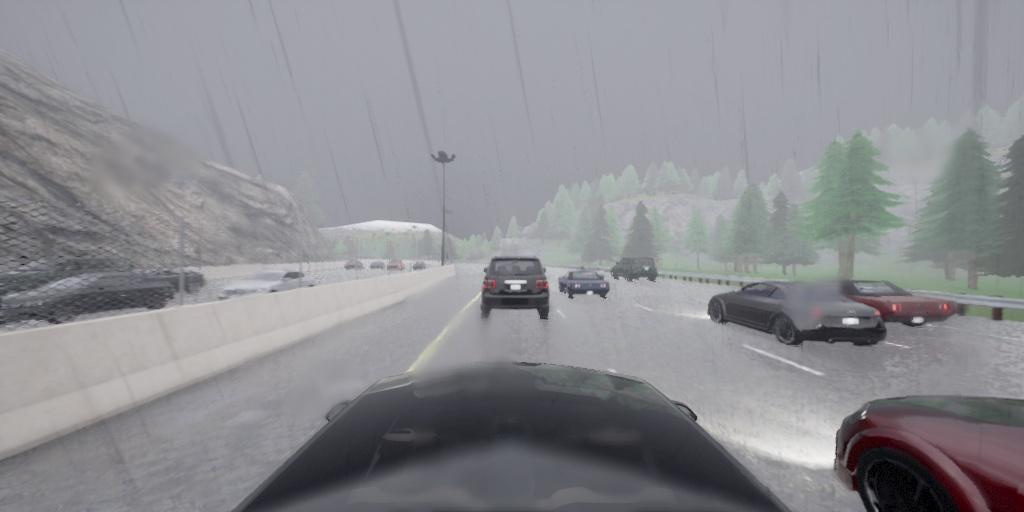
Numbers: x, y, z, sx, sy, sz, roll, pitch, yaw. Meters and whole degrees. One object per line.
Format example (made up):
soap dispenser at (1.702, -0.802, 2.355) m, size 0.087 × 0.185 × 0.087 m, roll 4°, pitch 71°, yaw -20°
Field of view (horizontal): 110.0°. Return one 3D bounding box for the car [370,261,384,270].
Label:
car at (-22.086, 1.528, 59.189) m, size 2.033 × 1.411 × 5.357 m, roll 0°, pitch 0°, yaw -12°

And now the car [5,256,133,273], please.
car at (-21.119, 1.030, 17.017) m, size 2.150 × 2.045 × 5.566 m, roll 0°, pitch 0°, yaw 0°

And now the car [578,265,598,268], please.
car at (6.611, 1.474, 31.719) m, size 1.895 × 1.301 × 4.718 m, roll 0°, pitch 0°, yaw -4°

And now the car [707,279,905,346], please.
car at (7.105, 1.347, 9.535) m, size 1.994 × 1.385 × 4.181 m, roll 0°, pitch 0°, yaw 0°

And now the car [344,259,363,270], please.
car at (-25.373, 1.326, 57.642) m, size 2.097 × 1.767 × 4.553 m, roll 0°, pitch 0°, yaw -12°

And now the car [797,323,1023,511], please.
car at (3.599, 1.312, 1.153) m, size 1.994 × 1.385 × 4.181 m, roll 0°, pitch 0°, yaw 0°

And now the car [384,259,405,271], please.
car at (-17.598, 1.315, 54.497) m, size 2.097 × 1.767 × 4.553 m, roll 0°, pitch 0°, yaw -10°

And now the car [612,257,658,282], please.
car at (10.207, 1.089, 30.250) m, size 2.150 × 2.045 × 5.566 m, roll 0°, pitch 0°, yaw -3°

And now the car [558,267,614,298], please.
car at (3.580, 1.421, 18.791) m, size 1.895 × 1.301 × 4.718 m, roll 0°, pitch 0°, yaw 0°

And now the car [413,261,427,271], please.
car at (-14.318, 1.517, 56.186) m, size 2.033 × 1.411 × 5.357 m, roll 0°, pitch 0°, yaw -10°

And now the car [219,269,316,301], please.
car at (-10.616, 1.332, 16.059) m, size 1.812 × 1.442 × 4.674 m, roll 0°, pitch 0°, yaw -1°

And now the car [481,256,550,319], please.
car at (0.107, 1.018, 13.195) m, size 2.150 × 2.045 × 5.566 m, roll 0°, pitch 0°, yaw 0°

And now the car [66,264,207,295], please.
car at (-17.639, 1.303, 17.565) m, size 2.128 × 1.511 × 4.902 m, roll 0°, pitch 0°, yaw -1°

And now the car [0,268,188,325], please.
car at (-14.100, 1.316, 12.152) m, size 1.812 × 1.442 × 4.674 m, roll 0°, pitch 0°, yaw 0°

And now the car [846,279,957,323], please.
car at (10.607, 1.393, 11.599) m, size 1.895 × 1.301 × 4.718 m, roll 0°, pitch 0°, yaw 0°
